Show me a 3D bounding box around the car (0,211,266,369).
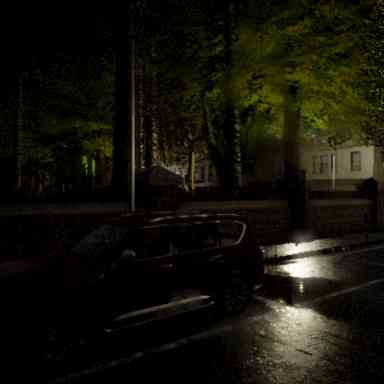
[{"bbox_3d":[-0.855,1.320,5.923,5.009,1.841,2.192,0,0,-35],"label":"car"}]
